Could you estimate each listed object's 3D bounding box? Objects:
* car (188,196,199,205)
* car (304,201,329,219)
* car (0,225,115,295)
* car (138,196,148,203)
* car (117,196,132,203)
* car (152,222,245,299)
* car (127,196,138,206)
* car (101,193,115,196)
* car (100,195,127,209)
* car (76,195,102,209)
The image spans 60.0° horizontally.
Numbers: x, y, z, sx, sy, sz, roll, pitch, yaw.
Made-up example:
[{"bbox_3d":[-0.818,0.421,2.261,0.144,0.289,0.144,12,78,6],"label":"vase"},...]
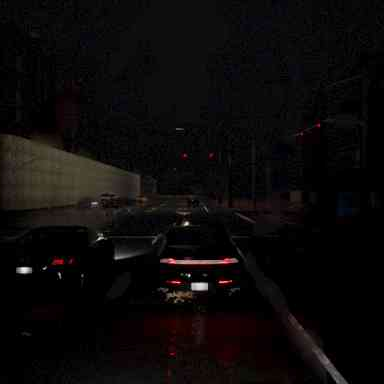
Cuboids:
[{"bbox_3d":[0.229,1.491,58.337,2.128,1.511,4.902,0,0,0],"label":"car"},{"bbox_3d":[12.194,1.492,28.578,4.902,1.511,2.128,0,0,0],"label":"car"},{"bbox_3d":[-3.405,1.564,8.782,1.994,1.385,4.181,0,0,0],"label":"car"},{"bbox_3d":[-10.349,1.478,68.526,1.882,1.535,5.008,0,0,0],"label":"car"},{"bbox_3d":[-13.849,1.540,68.207,2.033,1.411,5.357,0,0,0],"label":"car"},{"bbox_3d":[0.103,1.492,8.425,2.128,1.511,4.902,0,0,-1],"label":"car"},{"bbox_3d":[-10.466,1.601,53.914,1.895,1.301,4.718,0,0,0],"label":"car"},{"bbox_3d":[-13.970,1.220,54.854,2.150,2.045,5.566,0,0,1],"label":"car"},{"bbox_3d":[-10.493,1.526,44.738,1.812,1.442,4.674,0,0,0],"label":"car"},{"bbox_3d":[-13.992,1.505,44.776,1.837,1.490,4.892,0,0,0],"label":"car"}]
